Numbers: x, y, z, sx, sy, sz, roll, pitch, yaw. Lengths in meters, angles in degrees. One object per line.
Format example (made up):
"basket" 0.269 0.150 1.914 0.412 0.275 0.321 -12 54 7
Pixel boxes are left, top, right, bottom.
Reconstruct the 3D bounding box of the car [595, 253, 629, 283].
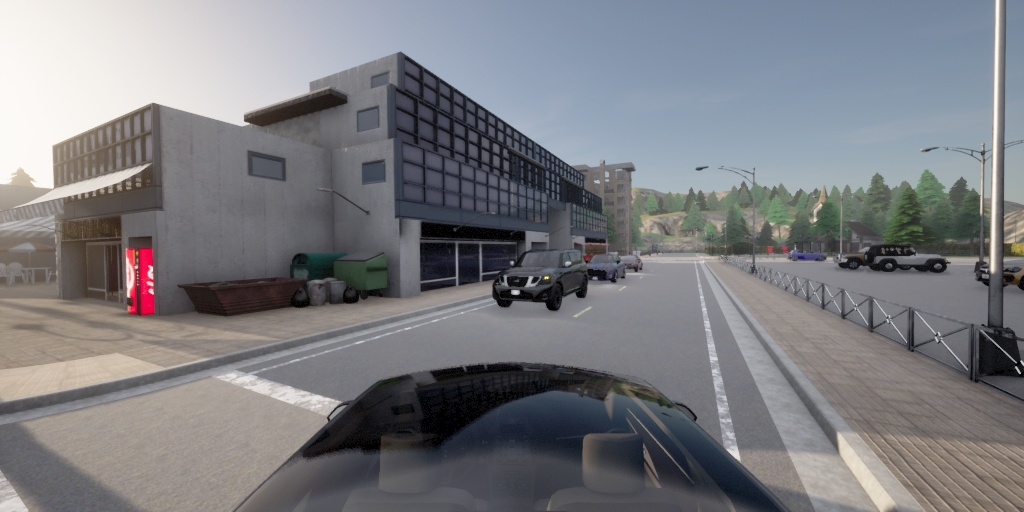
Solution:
"car" 5.775 0.651 22.601 2.097 1.767 4.553 0 1 27

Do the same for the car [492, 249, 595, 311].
"car" 1.349 0.743 13.816 2.150 2.045 5.566 0 1 27

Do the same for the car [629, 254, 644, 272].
"car" 10.384 0.595 31.736 1.812 1.442 4.674 0 1 27
